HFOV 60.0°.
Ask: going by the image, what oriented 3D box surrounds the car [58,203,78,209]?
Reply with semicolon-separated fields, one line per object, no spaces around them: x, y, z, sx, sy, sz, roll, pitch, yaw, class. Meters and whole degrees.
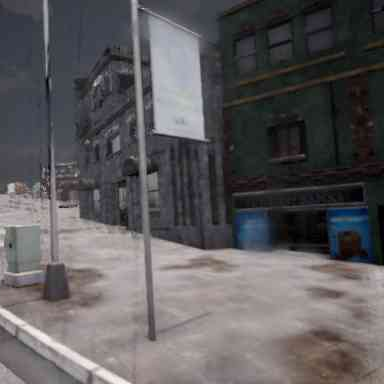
-25.059;2.855;67.178;1.895;1.301;4.718;-4;-2;8;car
